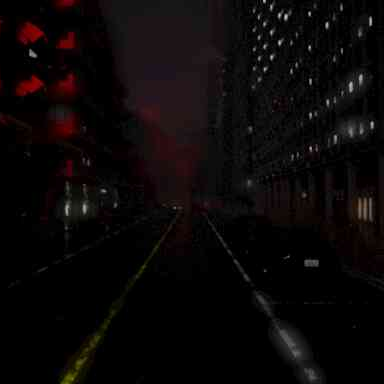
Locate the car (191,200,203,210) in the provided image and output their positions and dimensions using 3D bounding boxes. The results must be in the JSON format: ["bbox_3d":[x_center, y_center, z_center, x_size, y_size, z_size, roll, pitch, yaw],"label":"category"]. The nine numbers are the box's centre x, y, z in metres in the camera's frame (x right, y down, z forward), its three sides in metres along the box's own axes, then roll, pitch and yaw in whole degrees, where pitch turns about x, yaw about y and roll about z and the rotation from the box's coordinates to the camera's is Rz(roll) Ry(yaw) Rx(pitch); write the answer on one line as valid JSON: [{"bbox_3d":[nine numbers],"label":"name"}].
[{"bbox_3d":[0.816,2.010,52.876,1.812,1.442,4.674,0,-1,0],"label":"car"}]

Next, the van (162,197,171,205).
[{"bbox_3d":[-5.764,2.030,76.053,1.690,1.788,3.998,1,-1,0],"label":"van"}]

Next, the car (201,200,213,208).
[{"bbox_3d":[2.632,2.088,59.496,1.887,1.381,4.507,1,-1,0],"label":"car"}]

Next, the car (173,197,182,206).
[{"bbox_3d":[-3.086,2.167,71.034,2.128,1.511,4.902,0,-1,0],"label":"car"}]

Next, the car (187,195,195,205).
[{"bbox_3d":[-0.096,1.840,78.513,2.150,2.045,5.566,0,-1,0],"label":"car"}]

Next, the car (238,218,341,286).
[{"bbox_3d":[2.693,1.657,9.564,1.947,1.339,4.313,1,-1,0],"label":"car"}]

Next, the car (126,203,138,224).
[{"bbox_3d":[-5.708,1.826,26.130,1.802,1.307,4.206,1,-1,0],"label":"car"}]

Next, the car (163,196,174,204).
[{"bbox_3d":[-5.771,2.052,81.599,2.192,1.841,5.009,1,-1,0],"label":"car"}]

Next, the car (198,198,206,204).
[{"bbox_3d":[2.598,2.312,87.404,1.752,1.417,4.829,1,-1,0],"label":"car"}]

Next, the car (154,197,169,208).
[{"bbox_3d":[-5.746,1.983,59.411,1.967,1.590,4.097,1,-1,0],"label":"car"}]

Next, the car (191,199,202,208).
[{"bbox_3d":[0.777,2.064,58.874,1.812,1.442,4.674,0,0,0],"label":"car"}]

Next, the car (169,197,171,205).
[{"bbox_3d":[-5.755,2.136,64.958,1.887,1.381,4.507,1,-1,0],"label":"car"}]

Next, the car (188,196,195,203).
[{"bbox_3d":[-0.114,2.101,93.454,2.097,1.767,4.553,0,0,0],"label":"car"}]

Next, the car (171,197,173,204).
[{"bbox_3d":[-5.759,2.080,70.506,1.967,1.590,4.097,1,-1,0],"label":"car"}]

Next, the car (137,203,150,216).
[{"bbox_3d":[-5.720,1.889,37.225,1.887,1.381,4.507,1,-1,0],"label":"car"}]

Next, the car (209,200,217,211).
[{"bbox_3d":[2.646,1.989,48.400,1.887,1.381,4.507,1,-1,0],"label":"car"}]

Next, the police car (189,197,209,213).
[{"bbox_3d":[0.847,1.821,42.986,1.930,1.638,5.238,0,-1,0],"label":"police car"}]

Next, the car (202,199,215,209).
[{"bbox_3d":[2.641,1.934,53.948,1.967,1.590,4.097,1,-1,0],"label":"car"}]

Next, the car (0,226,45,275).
[{"bbox_3d":[-5.687,1.673,9.491,1.802,1.307,4.206,1,-1,0],"label":"car"}]

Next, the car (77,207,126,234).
[{"bbox_3d":[-5.701,1.744,20.584,2.008,1.369,4.403,1,-1,0],"label":"car"}]

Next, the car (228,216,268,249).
[{"bbox_3d":[2.686,1.709,15.112,1.947,1.339,4.313,1,-1,0],"label":"car"}]

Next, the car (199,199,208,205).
[{"bbox_3d":[2.612,2.239,76.139,2.008,1.369,4.403,1,-1,0],"label":"car"}]

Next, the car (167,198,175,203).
[{"bbox_3d":[-5.789,2.385,92.690,2.008,1.369,4.403,1,-1,0],"label":"car"}]
